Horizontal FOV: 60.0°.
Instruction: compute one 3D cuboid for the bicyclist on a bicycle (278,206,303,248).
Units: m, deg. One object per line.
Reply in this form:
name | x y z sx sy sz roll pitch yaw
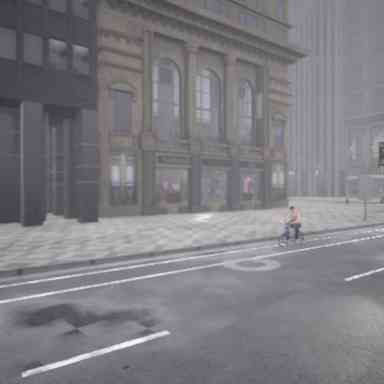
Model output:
bicyclist on a bicycle | 3.911 1.362 13.106 1.509 1.612 0.866 0 0 -36
